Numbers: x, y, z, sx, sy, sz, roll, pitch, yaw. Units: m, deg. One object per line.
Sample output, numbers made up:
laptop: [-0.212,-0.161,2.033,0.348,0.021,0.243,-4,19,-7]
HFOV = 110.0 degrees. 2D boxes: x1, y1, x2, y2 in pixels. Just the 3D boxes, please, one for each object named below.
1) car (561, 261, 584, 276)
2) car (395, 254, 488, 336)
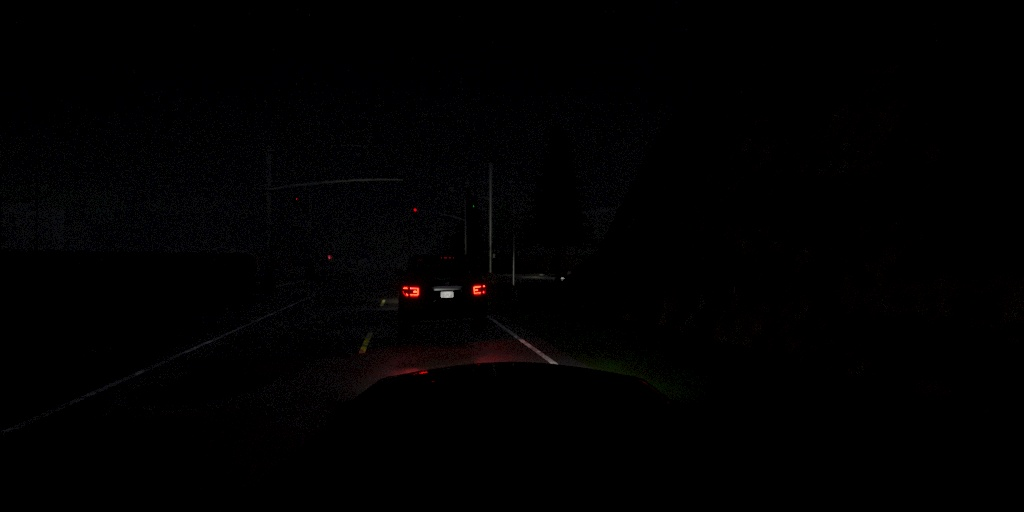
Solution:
car: [6.659,1.227,35.261,5.008,1.535,1.882,0,0,-19]
car: [-2.230,0.971,10.718,2.150,2.045,5.566,0,0,-16]
